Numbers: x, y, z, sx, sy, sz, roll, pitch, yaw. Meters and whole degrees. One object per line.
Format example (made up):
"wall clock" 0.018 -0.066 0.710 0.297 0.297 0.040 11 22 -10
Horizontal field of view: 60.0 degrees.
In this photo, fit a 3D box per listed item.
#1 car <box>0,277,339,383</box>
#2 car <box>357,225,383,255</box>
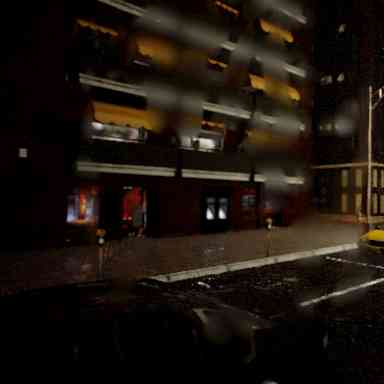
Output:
"car" -1.012 1.549 2.655 5.357 1.411 2.033 0 0 -36
"car" 7.898 1.559 12.174 4.829 1.417 1.752 0 1 -35
